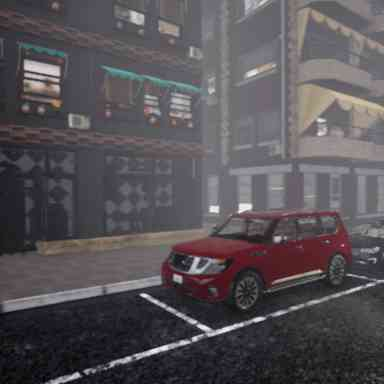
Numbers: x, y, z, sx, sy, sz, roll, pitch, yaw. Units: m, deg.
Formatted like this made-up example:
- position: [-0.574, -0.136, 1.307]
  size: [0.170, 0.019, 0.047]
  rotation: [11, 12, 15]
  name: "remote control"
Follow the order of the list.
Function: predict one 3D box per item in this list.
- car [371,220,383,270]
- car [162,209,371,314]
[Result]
- position: [6.331, 1.633, 11.098]
  size: [4.403, 1.369, 2.008]
  rotation: [1, -1, -35]
  name: "car"
- position: [1.780, 1.357, 7.834]
  size: [5.009, 1.841, 2.192]
  rotation: [1, -1, -35]
  name: "car"
